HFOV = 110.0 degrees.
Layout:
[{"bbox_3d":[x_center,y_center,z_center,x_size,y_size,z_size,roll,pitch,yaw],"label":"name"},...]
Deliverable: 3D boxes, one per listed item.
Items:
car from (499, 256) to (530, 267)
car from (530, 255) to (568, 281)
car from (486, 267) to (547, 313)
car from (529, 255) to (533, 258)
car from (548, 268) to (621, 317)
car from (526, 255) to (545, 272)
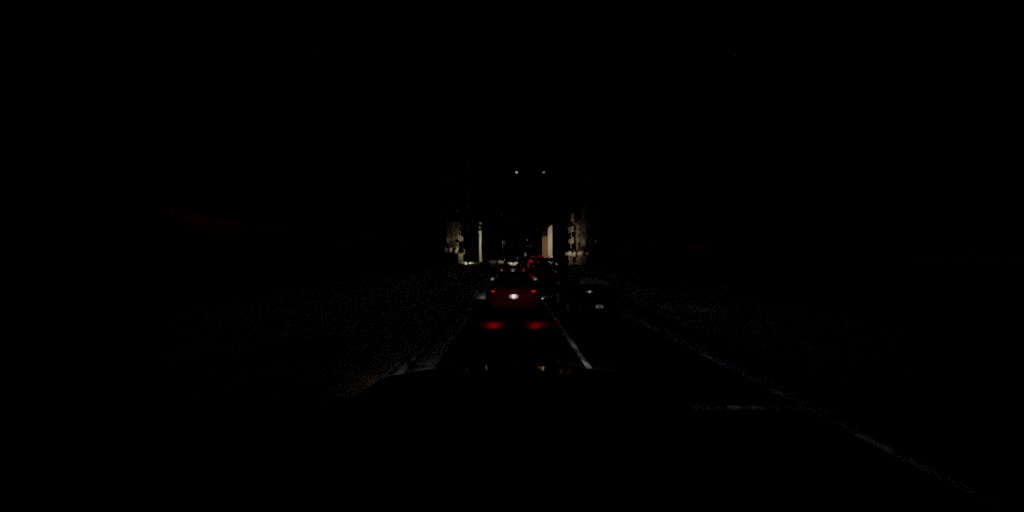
[{"bbox_3d":[0.068,1.072,28.371,2.097,1.767,4.553,0,0,0],"label":"car"},{"bbox_3d":[2.641,1.042,24.102,2.192,1.841,5.009,0,0,0],"label":"car"},{"bbox_3d":[0.071,1.304,13.885,1.994,1.385,4.181,0,0,0],"label":"car"},{"bbox_3d":[2.991,1.057,39.215,2.097,1.767,4.553,0,0,0],"label":"car"},{"bbox_3d":[2.640,1.293,13.020,2.007,1.370,4.403,0,0,0],"label":"car"},{"bbox_3d":[2.985,0.922,46.275,2.150,2.045,5.566,0,0,0],"label":"car"}]
